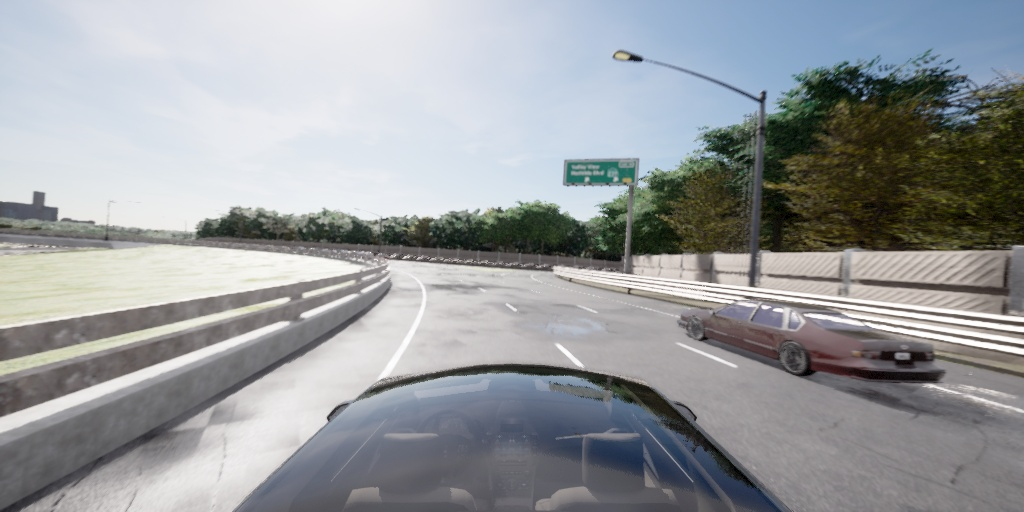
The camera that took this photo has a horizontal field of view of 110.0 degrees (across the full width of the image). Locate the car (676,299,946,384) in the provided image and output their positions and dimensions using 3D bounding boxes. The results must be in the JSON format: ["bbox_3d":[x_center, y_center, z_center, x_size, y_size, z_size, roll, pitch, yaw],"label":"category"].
[{"bbox_3d":[6.345,1.767,8.664,2.033,1.411,5.357,4,0,-9],"label":"car"}]
